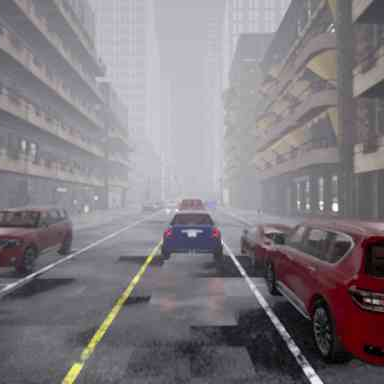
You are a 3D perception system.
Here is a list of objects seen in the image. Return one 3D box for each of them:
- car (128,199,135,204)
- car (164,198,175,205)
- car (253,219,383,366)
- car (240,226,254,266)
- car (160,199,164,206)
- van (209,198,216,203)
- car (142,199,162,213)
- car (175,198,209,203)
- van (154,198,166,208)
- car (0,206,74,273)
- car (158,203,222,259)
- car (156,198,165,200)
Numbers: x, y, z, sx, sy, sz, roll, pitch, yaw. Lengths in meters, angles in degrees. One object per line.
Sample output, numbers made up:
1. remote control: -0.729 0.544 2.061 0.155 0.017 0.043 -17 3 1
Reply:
1. car: -16.506 2.396 83.853 4.097 1.590 1.967 0 -2 0
2. car: -3.088 2.107 54.071 1.812 1.442 4.674 0 -1 0
3. car: 2.707 1.380 5.866 2.192 1.841 5.009 1 -1 0
4. car: 2.702 1.707 11.403 1.802 1.307 4.206 1 -1 0
5. car: -5.653 2.121 50.129 1.802 1.307 4.206 1 -1 0
6. van: 2.699 1.881 50.186 1.690 1.788 3.998 1 -1 0
7. car: -5.651 2.031 44.589 2.008 1.369 4.403 1 -1 0
8. car: 0.008 1.523 27.578 2.150 2.045 5.566 0 0 0
9. van: -5.820 1.998 61.212 1.690 1.788 3.998 1 -1 0
10. car: -5.674 1.440 11.352 2.192 1.841 5.009 1 -1 0
11. car: 0.019 1.498 13.439 2.097 1.767 4.553 0 -1 0
12. car: -5.654 2.164 55.669 1.947 1.339 4.313 1 -1 0
